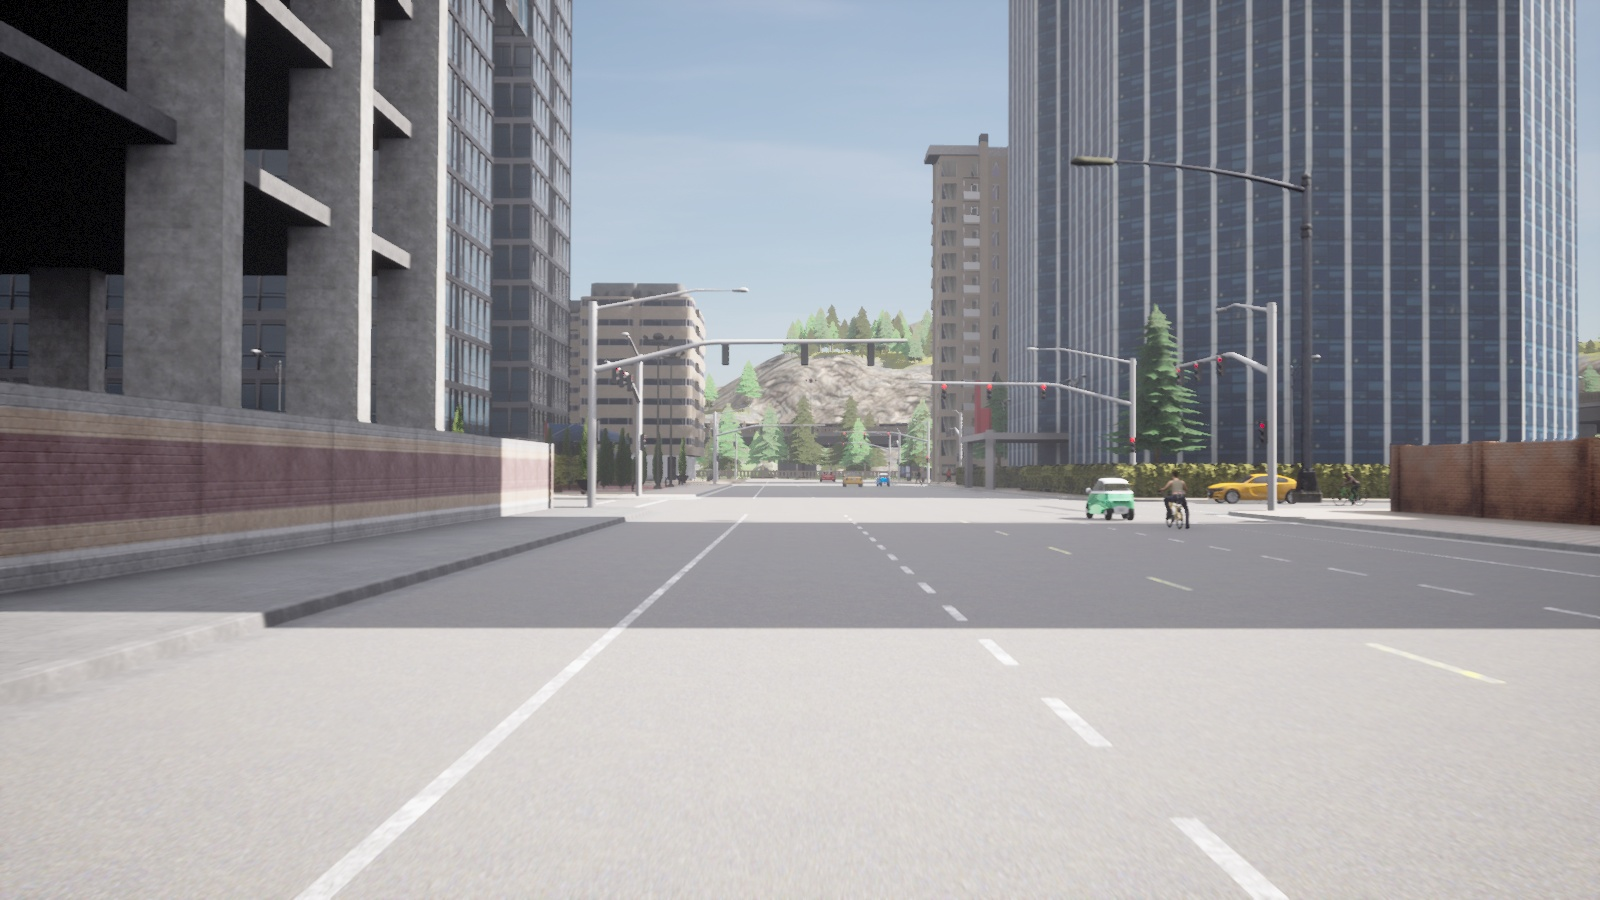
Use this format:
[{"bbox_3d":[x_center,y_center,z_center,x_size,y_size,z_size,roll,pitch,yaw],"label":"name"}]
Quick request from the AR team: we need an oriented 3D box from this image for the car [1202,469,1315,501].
[{"bbox_3d":[23.205,1.765,63.659,5.008,1.535,1.882,0,-1,-1],"label":"car"}]

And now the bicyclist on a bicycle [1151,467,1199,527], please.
[{"bbox_3d":[10.412,1.294,34.928,0.866,1.612,1.509,0,-1,0],"label":"bicyclist on a bicycle"}]

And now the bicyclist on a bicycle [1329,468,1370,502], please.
[{"bbox_3d":[26.343,1.670,60.199,1.656,1.620,0.582,-1,-1,-1],"label":"bicyclist on a bicycle"}]

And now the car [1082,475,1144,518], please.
[{"bbox_3d":[10.380,1.526,41.704,1.481,1.376,2.207,0,-1,-1],"label":"car"}]
